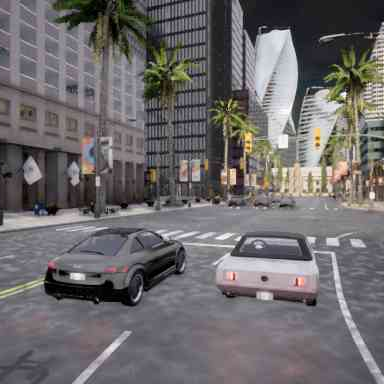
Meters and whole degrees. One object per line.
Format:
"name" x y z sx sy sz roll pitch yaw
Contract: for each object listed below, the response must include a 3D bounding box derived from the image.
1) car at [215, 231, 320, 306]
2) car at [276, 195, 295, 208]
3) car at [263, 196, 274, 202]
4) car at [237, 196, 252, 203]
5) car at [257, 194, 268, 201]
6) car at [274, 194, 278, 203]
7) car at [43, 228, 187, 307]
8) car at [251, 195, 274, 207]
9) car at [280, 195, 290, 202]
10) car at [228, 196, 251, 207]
"car" 2.033 1.601 8.148 1.895 1.301 4.718 0 0 19
"car" 14.051 1.547 48.724 2.033 1.411 5.357 0 0 22
"car" 18.014 1.553 78.062 1.994 1.385 4.181 0 0 22
"car" 10.916 1.513 68.810 2.161 1.482 4.786 0 0 21
"car" 19.033 1.354 89.184 2.185 1.767 4.553 0 0 21
"car" 17.174 1.548 66.457 2.033 1.411 5.357 0 0 22
"car" -1.576 1.564 8.195 1.994 1.385 4.181 0 0 17
"car" 10.682 1.564 50.221 1.994 1.385 4.181 0 0 21
"car" 21.928 1.478 78.423 1.882 1.535 5.008 0 0 22
"car" 6.895 1.547 50.187 2.033 1.411 5.357 0 0 22
